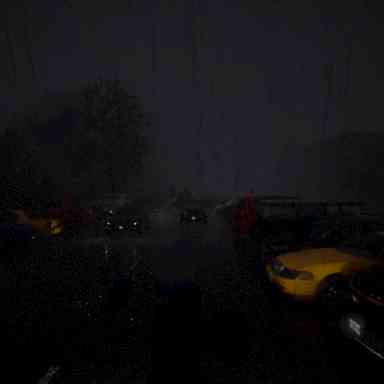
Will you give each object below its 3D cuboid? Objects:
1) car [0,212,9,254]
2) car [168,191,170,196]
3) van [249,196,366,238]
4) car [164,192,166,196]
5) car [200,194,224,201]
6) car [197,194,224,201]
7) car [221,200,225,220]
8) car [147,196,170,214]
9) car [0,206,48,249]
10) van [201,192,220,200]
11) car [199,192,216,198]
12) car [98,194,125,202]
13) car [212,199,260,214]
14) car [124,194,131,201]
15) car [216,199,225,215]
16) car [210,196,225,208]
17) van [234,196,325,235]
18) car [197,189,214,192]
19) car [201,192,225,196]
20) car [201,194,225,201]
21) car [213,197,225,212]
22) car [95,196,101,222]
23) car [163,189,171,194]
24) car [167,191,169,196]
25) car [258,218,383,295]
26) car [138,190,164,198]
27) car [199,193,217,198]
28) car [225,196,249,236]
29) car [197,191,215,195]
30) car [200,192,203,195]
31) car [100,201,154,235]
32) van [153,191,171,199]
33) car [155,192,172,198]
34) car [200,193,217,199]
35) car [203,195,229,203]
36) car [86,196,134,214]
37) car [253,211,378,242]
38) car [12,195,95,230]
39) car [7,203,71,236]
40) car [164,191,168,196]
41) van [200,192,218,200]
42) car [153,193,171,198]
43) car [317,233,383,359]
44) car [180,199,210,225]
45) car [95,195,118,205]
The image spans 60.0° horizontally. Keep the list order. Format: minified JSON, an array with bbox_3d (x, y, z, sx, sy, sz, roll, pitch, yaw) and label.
[{"bbox_3d":[-8.511,1.500,9.880,4.792,1.488,2.163,0,0,0],"label":"car"},{"bbox_3d":[-8.155,1.174,77.777,4.792,1.488,2.163,0,0,0],"label":"car"},{"bbox_3d":[4.655,1.242,12.676,4.442,1.987,1.878,0,0,0],"label":"van"},{"bbox_3d":[-8.211,1.182,66.483,5.008,1.535,2.097,0,0,0],"label":"car"},{"bbox_3d":[4.373,1.164,72.264,5.008,1.535,2.097,0,0,0],"label":"car"},{"bbox_3d":[1.930,1.426,42.236,1.837,1.490,4.892,-1,1,29],"label":"car"},{"bbox_3d":[4.544,1.457,21.026,4.892,1.521,2.231,0,0,0],"label":"car"},{"bbox_3d":[-3.510,1.504,35.230,2.033,1.411,5.357,0,0,1],"label":"car"},{"bbox_3d":[-8.547,1.467,12.666,5.008,1.535,2.097,0,0,0],"label":"car"},{"bbox_3d":[4.276,0.920,77.915,4.442,1.987,1.878,0,0,0],"label":"van"},{"bbox_3d":[4.404,0.792,94.886,4.553,1.767,2.185,0,1,0],"label":"car"},{"bbox_3d":[-8.575,1.319,29.250,4.553,1.767,2.185,0,0,0],"label":"car"},{"bbox_3d":[4.520,1.478,34.801,4.674,1.452,2.002,-1,0,0],"label":"car"},{"bbox_3d":[-8.573,1.189,32.160,5.566,2.045,2.435,0,0,0],"label":"car"},{"bbox_3d":[4.534,1.489,26.593,4.674,1.452,2.002,0,0,0],"label":"car"},{"bbox_3d":[4.721,1.438,32.159,5.366,1.575,1.946,0,0,0],"label":"car"},{"bbox_3d":[4.654,1.234,18.118,4.442,1.987,1.878,0,0,0],"label":"van"},{"bbox_3d":[4.413,0.903,75.089,5.566,2.045,2.435,0,0,0],"label":"car"},{"bbox_3d":[4.313,1.240,58.135,4.792,1.488,2.163,0,0,0],"label":"car"},{"bbox_3d":[4.376,1.173,69.439,5.008,1.535,2.097,0,0,0],"label":"car"},{"bbox_3d":[4.507,1.474,29.376,4.792,1.488,2.163,0,0,0],"label":"car"},{"bbox_3d":[-8.511,1.330,21.020,4.553,1.767,2.185,0,0,0],"label":"car"},{"bbox_3d":[-8.149,0.884,80.600,5.566,2.045,2.435,0,0,0],"label":"car"},{"bbox_3d":[-8.163,1.184,74.953,4.792,1.488,2.163,0,0,0],"label":"car"},{"bbox_3d":[4.354,1.471,7.110,5.366,1.575,1.946,0,0,0],"label":"car"},{"bbox_3d":[-8.192,1.065,63.783,4.553,1.767,2.185,0,0,0],"label":"car"},{"bbox_3d":[4.434,0.976,92.064,5.008,1.535,2.097,0,1,0],"label":"car"},{"bbox_3d":[4.566,1.212,15.459,5.566,2.045,2.435,0,0,0],"label":"car"},{"bbox_3d":[4.178,1.179,66.613,5.366,1.575,1.946,0,0,0],"label":"car"},{"bbox_3d":[4.354,1.232,63.787,4.674,1.452,2.002,0,0,0],"label":"car"},{"bbox_3d":[-3.502,1.494,18.801,1.837,1.490,4.892,0,0,0],"label":"car"},{"bbox_3d":[-8.033,0.810,89.211,4.442,1.987,1.878,0,1,0],"label":"van"},{"bbox_3d":[-8.105,0.794,94.736,4.553,1.767,2.185,0,1,0],"label":"car"},{"bbox_3d":[4.424,1.075,89.240,4.674,1.452,2.002,0,1,0],"label":"car"},{"bbox_3d":[4.347,1.241,60.961,4.674,1.452,2.002,0,0,0],"label":"car"},{"bbox_3d":[-8.513,1.311,34.945,4.553,1.767,2.185,0,0,0],"label":"car"},{"bbox_3d":[4.545,1.472,9.893,4.892,1.521,2.231,0,0,0],"label":"car"},{"bbox_3d":[-8.571,1.208,18.110,5.566,2.045,2.435,0,0,0],"label":"car"},{"bbox_3d":[-8.727,1.460,15.326,5.366,1.575,1.946,0,0,0],"label":"car"},{"bbox_3d":[-8.206,1.164,72.255,4.892,1.521,2.231,0,0,0],"label":"car"},{"bbox_3d":[4.290,0.898,83.445,4.442,1.987,1.878,0,0,0],"label":"van"},{"bbox_3d":[-8.175,1.006,92.043,4.792,1.488,2.163,0,1,0],"label":"car"},{"bbox_3d":[4.533,1.478,4.327,4.892,1.521,2.231,0,0,0],"label":"car"},{"bbox_3d":[0.098,1.498,23.847,1.812,1.442,4.674,0,0,0],"label":"car"},{"bbox_3d":[-8.575,1.322,26.465,4.553,1.767,2.185,0,0,0],"label":"car"}]
